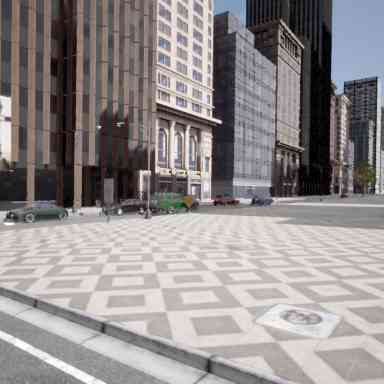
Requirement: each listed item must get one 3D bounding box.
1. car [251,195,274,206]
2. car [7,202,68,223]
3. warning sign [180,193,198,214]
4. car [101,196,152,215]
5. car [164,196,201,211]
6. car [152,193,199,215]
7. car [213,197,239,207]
[{"bbox_3d":[10.867,1.173,50.983,2.097,1.767,4.553,1,1,36],"label":"car"},{"bbox_3d":[-11.463,1.470,24.925,1.994,1.385,4.181,1,1,35],"label":"car"},{"bbox_3d":[-0.259,1.076,30.681,1.300,1.860,1.060,1,1,35],"label":"warning sign"},{"bbox_3d":[-6.452,1.376,32.002,1.837,1.490,4.892,1,1,35],"label":"car"},{"bbox_3d":[-1.004,1.339,39.694,1.837,1.490,4.892,1,1,35],"label":"car"},{"bbox_3d":[-1.903,1.133,32.883,2.150,2.045,5.566,1,1,35],"label":"car"},{"bbox_3d":[4.954,1.394,48.049,1.895,1.301,4.718,1,1,36],"label":"car"}]
